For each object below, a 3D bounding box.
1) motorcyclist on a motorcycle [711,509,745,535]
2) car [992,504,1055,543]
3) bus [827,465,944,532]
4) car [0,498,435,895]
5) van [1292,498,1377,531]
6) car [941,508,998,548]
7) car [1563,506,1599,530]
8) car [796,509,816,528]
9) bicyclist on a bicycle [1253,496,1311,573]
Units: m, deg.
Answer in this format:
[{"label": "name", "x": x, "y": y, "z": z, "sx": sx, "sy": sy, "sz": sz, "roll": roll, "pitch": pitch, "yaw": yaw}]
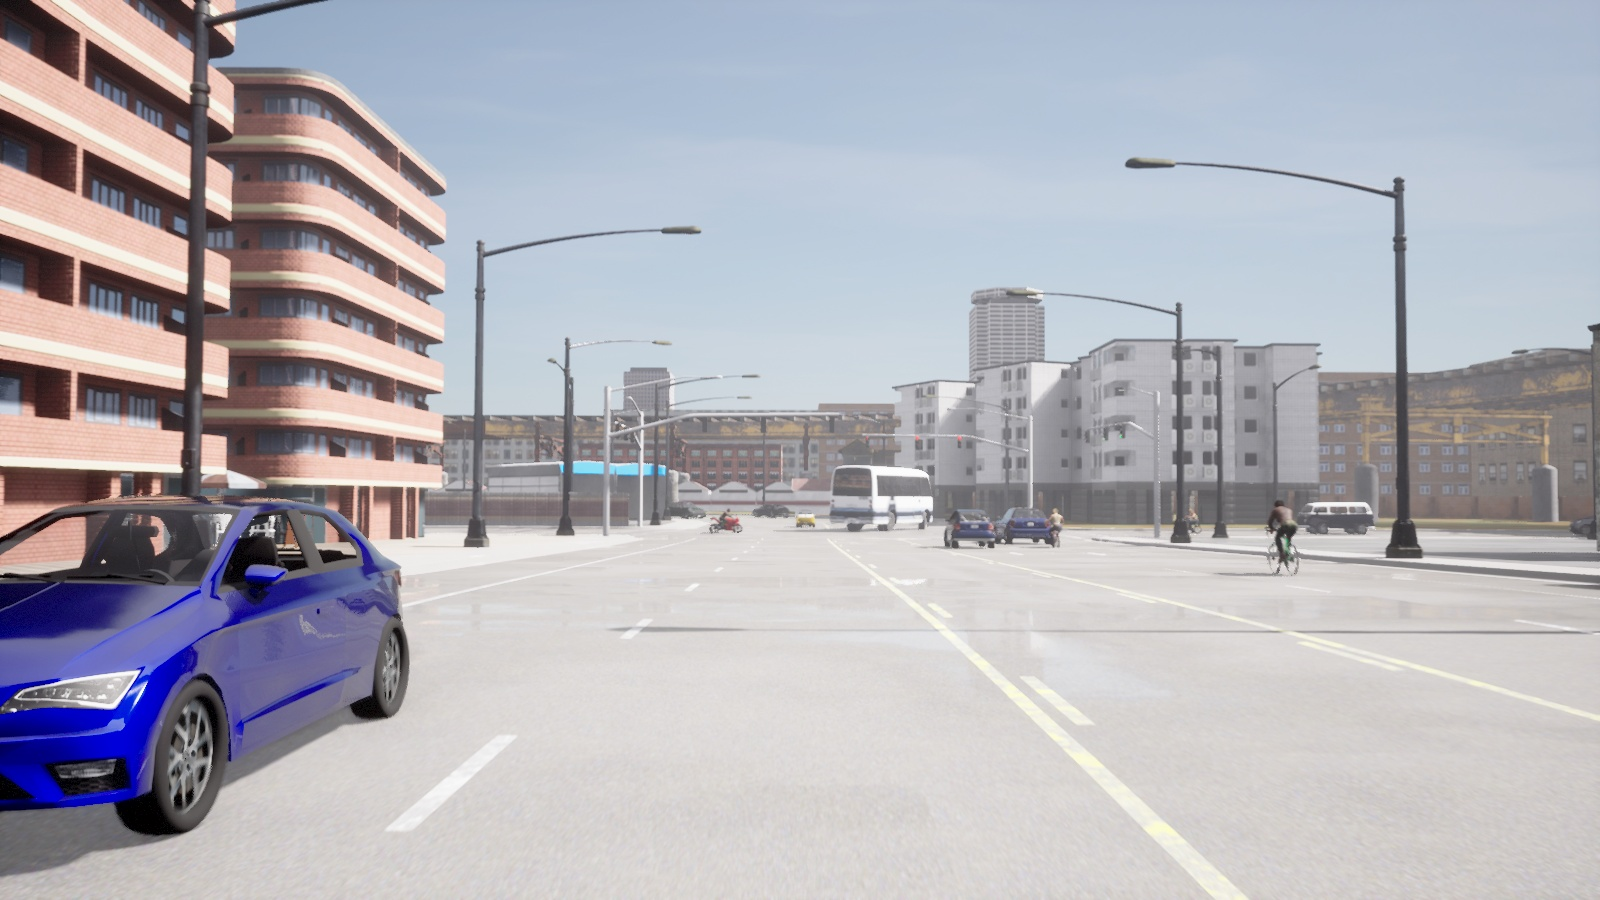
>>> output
[{"label": "motorcyclist on a motorcycle", "x": -4.301, "y": 4.306, "z": 75.275, "sx": 2.044, "sy": 1.523, "sz": 0.797, "roll": 0, "pitch": -2, "yaw": -1}, {"label": "car", "x": 10.367, "y": 3.410, "z": 58.578, "sx": 2.097, "sy": 1.767, "sz": 4.553, "roll": 0, "pitch": -3, "yaw": 0}, {"label": "bus", "x": 5.943, "y": 3.286, "z": 85.077, "sx": 3.944, "sy": 4.253, "sz": 10.273, "roll": -1, "pitch": -2, "yaw": 28}, {"label": "car", "x": -3.516, "y": 1.018, "z": 6.881, "sx": 1.816, "sy": 1.474, "sz": 4.193, "roll": 0, "pitch": -2, "yaw": 0}, {"label": "van", "x": 33.857, "y": 4.085, "z": 79.634, "sx": 4.480, "sy": 2.038, "sz": 2.069, "roll": 0, "pitch": -2, "yaw": -1}, {"label": "car", "x": 6.884, "y": 3.177, "z": 51.342, "sx": 1.789, "sy": 1.549, "sz": 3.705, "roll": 0, "pitch": -3, "yaw": 0}, {"label": "car", "x": 50.446, "y": 4.289, "z": 79.116, "sx": 3.633, "sy": 1.501, "sz": 1.845, "roll": -1, "pitch": -2, "yaw": 16}, {"label": "car", "x": 0.450, "y": 5.041, "z": 92.858, "sx": 1.481, "sy": 1.376, "sz": 2.207, "roll": 0, "pitch": -2, "yaw": 0}, {"label": "bicyclist on a bicycle", "x": 10.437, "y": 1.825, "z": 27.264, "sx": 0.582, "sy": 1.620, "sz": 1.656, "roll": 0, "pitch": -3, "yaw": 0}]
